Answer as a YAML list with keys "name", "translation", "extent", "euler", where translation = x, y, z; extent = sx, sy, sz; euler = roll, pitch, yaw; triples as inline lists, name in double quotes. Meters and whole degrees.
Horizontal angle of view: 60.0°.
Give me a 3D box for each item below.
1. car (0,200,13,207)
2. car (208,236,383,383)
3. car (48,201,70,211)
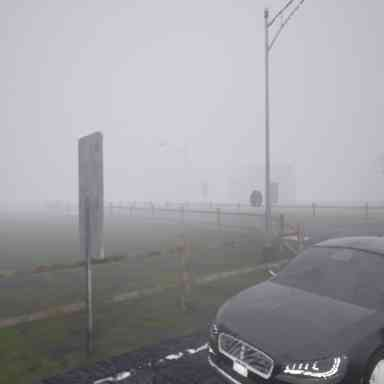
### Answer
- name: "car"
  translation: [-42.820, 2.557, 76.026]
  extent: [5.008, 1.535, 1.882]
  euler: [-1, 0, 40]
- name: "car"
  translation: [2.431, 1.472, 4.730]
  extent: [4.892, 1.490, 1.837]
  euler: [-1, 1, -36]
- name: "car"
  translation: [-19.887, 2.099, 49.675]
  extent: [2.128, 1.511, 4.902]
  euler: [-1, 0, -42]
